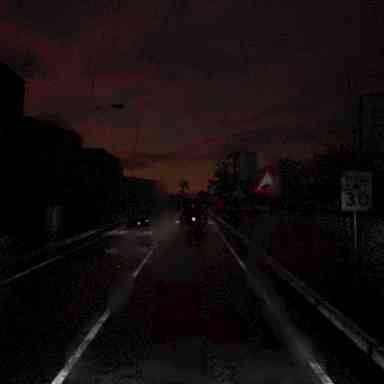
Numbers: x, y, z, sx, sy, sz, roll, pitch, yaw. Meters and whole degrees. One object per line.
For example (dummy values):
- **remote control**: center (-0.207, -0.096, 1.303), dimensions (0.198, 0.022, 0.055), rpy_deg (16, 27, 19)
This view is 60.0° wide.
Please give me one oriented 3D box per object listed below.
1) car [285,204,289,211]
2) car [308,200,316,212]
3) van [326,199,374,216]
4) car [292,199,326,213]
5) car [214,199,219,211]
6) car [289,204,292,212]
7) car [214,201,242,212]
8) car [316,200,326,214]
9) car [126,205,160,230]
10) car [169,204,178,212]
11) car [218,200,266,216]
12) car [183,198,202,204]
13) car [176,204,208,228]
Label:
- **car**: center (18.392, 2.287, 55.067), dimensions (5.566, 2.045, 2.435), rpy_deg (0, -2, -1)
- **car**: center (18.715, 2.130, 43.888), dimensions (5.366, 1.575, 1.946), rpy_deg (0, -2, 0)
- **van**: center (18.453, 1.753, 38.439), dimensions (4.442, 1.987, 1.878), rpy_deg (0, -2, 0)
- **car**: center (18.458, 2.072, 49.609), dimensions (5.566, 2.045, 2.435), rpy_deg (0, -2, -1)
- **car**: center (6.228, 2.127, 51.138), dimensions (5.566, 2.045, 2.435), rpy_deg (0, -2, -1)
- **car**: center (18.447, 2.432, 52.390), dimensions (4.892, 1.521, 2.231), rpy_deg (0, -2, -1)
- **car**: center (6.158, 2.491, 57.082), dimensions (4.553, 1.767, 2.185), rpy_deg (0, -2, -1)
- **car**: center (18.734, 2.052, 41.228), dimensions (5.366, 1.575, 1.946), rpy_deg (0, -2, 0)
- **car**: center (-3.339, 1.739, 23.350), dimensions (1.837, 1.490, 4.892), rpy_deg (0, -1, 0)
- **car**: center (-3.350, 3.122, 65.110), dimensions (1.837, 1.490, 4.892), rpy_deg (0, -3, 0)
- **car**: center (6.113, 1.988, 38.988), dimensions (5.366, 1.575, 1.946), rpy_deg (0, -2, 0)
- **car**: center (0.085, 1.778, 40.538), dimensions (2.150, 2.045, 5.566), rpy_deg (0, -2, 0)
- **car**: center (0.107, 1.801, 24.037), dimensions (1.994, 1.385, 4.181), rpy_deg (0, -1, 0)
